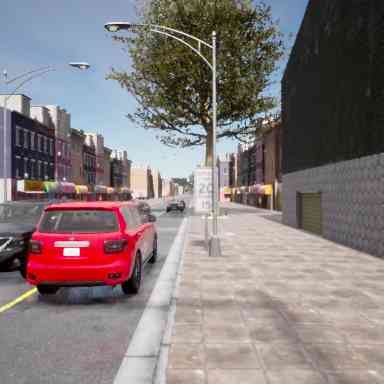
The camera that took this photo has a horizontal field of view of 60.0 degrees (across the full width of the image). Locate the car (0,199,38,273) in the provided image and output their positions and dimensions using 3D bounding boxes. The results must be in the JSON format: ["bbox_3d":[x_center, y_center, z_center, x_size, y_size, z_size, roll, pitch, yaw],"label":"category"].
[{"bbox_3d":[-5.105,1.266,10.532,2.150,2.045,5.566,0,0,0],"label":"car"}]

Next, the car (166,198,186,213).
[{"bbox_3d":[-1.969,1.658,39.312,1.812,1.442,4.674,0,0,1],"label":"car"}]

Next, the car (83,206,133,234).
[{"bbox_3d":[-5.013,1.644,20.429,1.994,1.385,4.181,0,0,1],"label":"car"}]

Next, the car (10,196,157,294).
[{"bbox_3d":[-2.265,1.243,8.999,2.150,2.045,5.566,0,0,0],"label":"car"}]

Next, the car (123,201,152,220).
[{"bbox_3d":[-4.927,1.622,30.596,1.837,1.490,4.892,0,0,1],"label":"car"}]

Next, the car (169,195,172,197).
[{"bbox_3d":[-1.933,1.661,49.602,2.128,1.511,4.902,0,0,1],"label":"car"}]
